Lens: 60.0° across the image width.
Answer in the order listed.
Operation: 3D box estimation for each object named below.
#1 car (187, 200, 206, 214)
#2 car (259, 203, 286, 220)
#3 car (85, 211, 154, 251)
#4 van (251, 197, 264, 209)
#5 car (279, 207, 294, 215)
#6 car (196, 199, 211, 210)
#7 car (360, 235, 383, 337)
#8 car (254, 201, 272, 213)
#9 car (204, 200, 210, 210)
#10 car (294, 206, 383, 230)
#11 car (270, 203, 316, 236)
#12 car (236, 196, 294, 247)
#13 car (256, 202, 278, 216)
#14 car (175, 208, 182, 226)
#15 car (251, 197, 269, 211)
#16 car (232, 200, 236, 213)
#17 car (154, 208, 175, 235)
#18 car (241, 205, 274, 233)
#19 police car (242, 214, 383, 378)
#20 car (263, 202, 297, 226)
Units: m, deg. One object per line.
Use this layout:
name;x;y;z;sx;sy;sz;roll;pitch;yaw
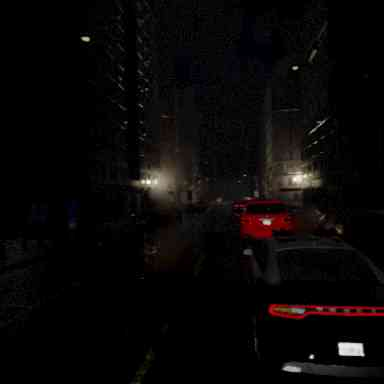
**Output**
car;0.368;2.079;42.741;1.802;1.307;4.206;-1;-1;8
car;7.326;1.745;30.656;2.008;1.369;4.403;-1;-1;8
car;-3.355;1.805;15.369;1.887;1.381;4.507;-1;-1;8
van;10.298;1.725;52.551;1.690;1.788;3.998;-1;-1;8
car;5.115;1.579;14.406;1.752;1.417;4.829;-1;-1;8
car;1.854;2.032;53.691;1.967;1.590;4.097;-1;-1;8
car;3.626;1.484;3.460;1.752;1.417;4.829;-1;-1;8
car;8.814;1.855;41.602;1.947;1.339;4.313;-1;-1;8
car;1.112;2.111;48.216;1.947;1.339;4.313;-1;-1;8
car;4.343;1.320;8.767;2.192;1.841;5.009;-1;-1;8
car;5.834;1.539;19.712;1.967;1.590;4.097;-1;-1;8
car;3.329;1.334;15.855;2.150;2.045;5.566;-1;-1;8
car;8.070;1.792;36.129;2.008;1.369;4.403;-1;-1;8
car;-1.866;1.921;26.317;1.947;1.339;4.313;-1;-1;8
car;9.553;1.651;47.078;2.192;1.841;5.009;-1;-1;8
car;6.239;1.880;43.767;1.837;1.490;4.892;-1;0;8
car;-2.611;1.874;20.843;1.947;1.339;4.313;-1;-1;8
car;4.140;1.689;21.767;1.812;1.442;4.674;-1;-1;8
police car;1.996;1.452;6.023;1.930;1.638;5.238;-1;-1;8
car;6.578;1.587;25.185;1.967;1.590;4.097;-1;-1;8
